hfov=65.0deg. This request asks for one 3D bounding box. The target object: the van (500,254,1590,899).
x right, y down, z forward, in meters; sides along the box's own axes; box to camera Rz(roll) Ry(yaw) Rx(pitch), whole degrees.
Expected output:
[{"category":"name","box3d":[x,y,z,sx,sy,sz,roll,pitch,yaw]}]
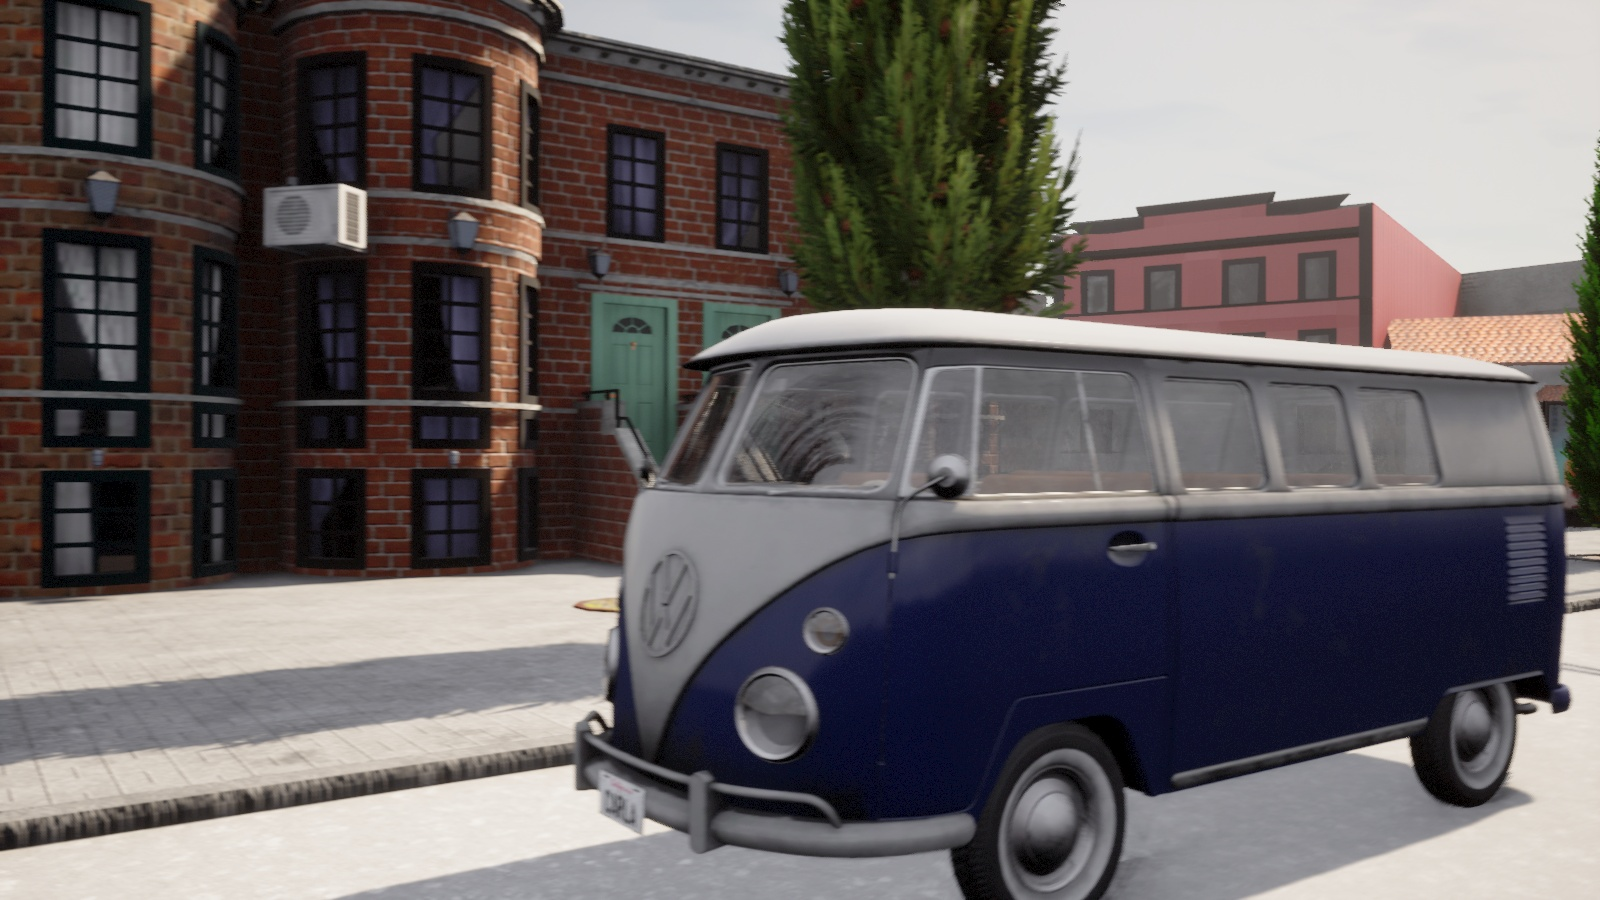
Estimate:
[{"category":"van","box3d":[1.234,0.508,5.127,4.442,1.987,1.775,0,0,-35]}]
